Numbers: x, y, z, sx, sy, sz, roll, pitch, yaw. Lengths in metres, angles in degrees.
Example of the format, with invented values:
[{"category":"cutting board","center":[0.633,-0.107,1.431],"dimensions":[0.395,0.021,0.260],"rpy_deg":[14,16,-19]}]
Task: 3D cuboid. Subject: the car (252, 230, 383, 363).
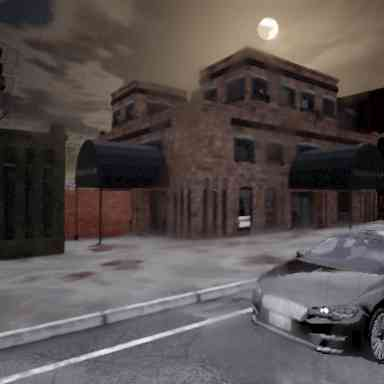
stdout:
[{"category":"car","center":[3.192,1.493,5.955],"dimensions":[4.902,1.511,2.128],"rpy_deg":[0,0,-35]}]
